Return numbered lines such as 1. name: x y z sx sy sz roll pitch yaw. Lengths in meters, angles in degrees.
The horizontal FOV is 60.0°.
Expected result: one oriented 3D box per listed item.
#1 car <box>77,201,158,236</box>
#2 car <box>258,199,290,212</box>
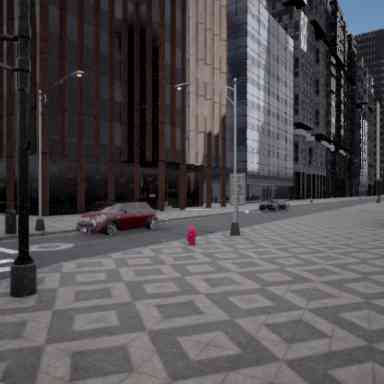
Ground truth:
1. car: -3.972 1.298 18.172 2.097 1.767 4.553 0 0 36
2. car: 8.991 1.489 36.281 1.895 1.301 4.718 0 0 36
